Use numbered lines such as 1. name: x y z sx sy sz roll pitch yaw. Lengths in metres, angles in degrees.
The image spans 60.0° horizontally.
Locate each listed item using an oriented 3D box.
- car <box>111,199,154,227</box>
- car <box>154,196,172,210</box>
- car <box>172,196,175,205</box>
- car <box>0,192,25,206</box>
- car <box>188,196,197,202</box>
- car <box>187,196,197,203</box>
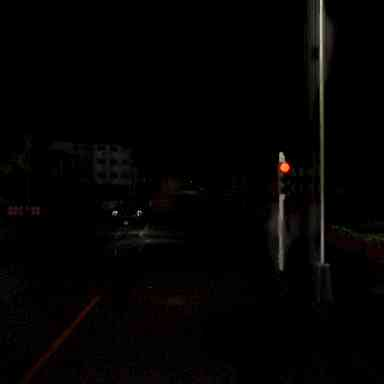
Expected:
1. car: -4.071 1.335 22.803 2.097 1.767 4.553 0 0 0
2. car: -4.046 1.321 41.496 2.097 1.767 4.553 0 0 0
3. car: -4.010 1.447 57.920 2.128 1.511 4.902 0 0 0
4. car: -19.715 0.960 35.000 1.905 1.878 3.866 0 0 35
5. car: 0.095 1.527 76.796 1.895 1.301 4.718 0 0 0
6. car: 0.082 1.499 66.201 2.033 1.411 5.357 0 0 0
